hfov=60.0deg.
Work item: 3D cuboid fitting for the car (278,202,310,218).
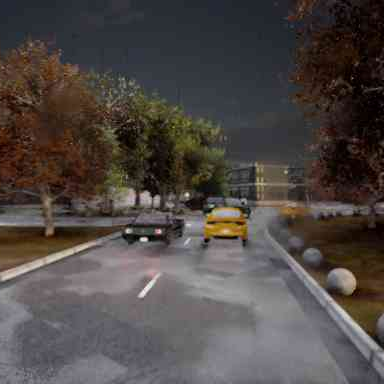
[{"bbox_3d":[10.162,1.759,32.916,1.882,1.535,5.008,0,-1,35],"label":"car"}]

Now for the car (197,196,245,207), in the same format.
[{"bbox_3d":[3.106,1.396,28.863,2.150,2.045,5.566,0,-2,35],"label":"car"}]

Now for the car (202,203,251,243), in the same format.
[{"bbox_3d":[1.691,1.500,16.279,1.882,1.535,5.008,0,0,7],"label":"car"}]

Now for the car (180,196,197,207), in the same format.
[{"bbox_3d":[1.098,1.858,62.098,5.566,2.045,2.150,0,-1,41],"label":"car"}]

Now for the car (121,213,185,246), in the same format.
[{"bbox_3d":[-1.567,1.599,15.308,1.895,1.301,4.718,0,0,8],"label":"car"}]
